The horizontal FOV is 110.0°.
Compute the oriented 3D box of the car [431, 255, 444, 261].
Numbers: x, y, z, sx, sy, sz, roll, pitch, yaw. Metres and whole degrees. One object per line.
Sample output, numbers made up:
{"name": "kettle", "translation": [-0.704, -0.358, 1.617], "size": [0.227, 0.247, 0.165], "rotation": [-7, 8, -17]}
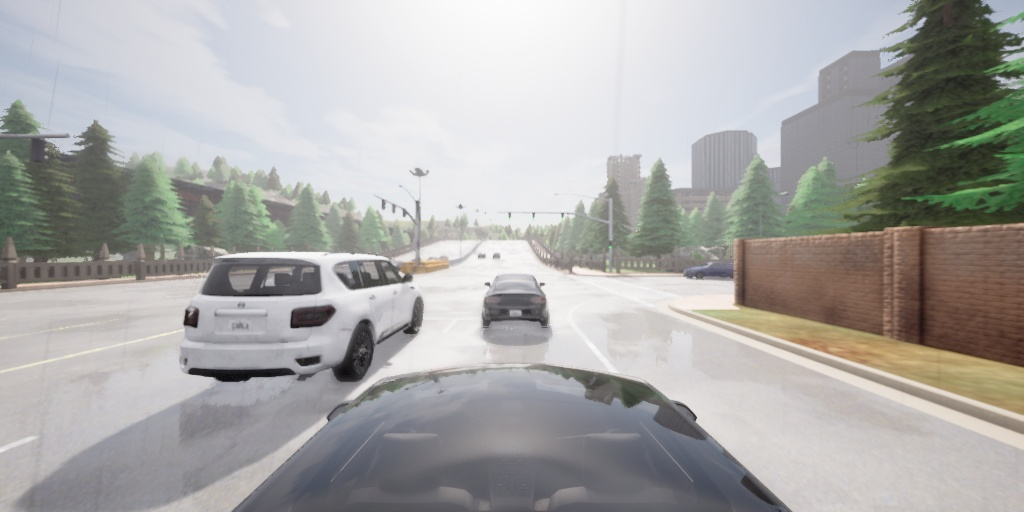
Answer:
{"name": "car", "translation": [-14.036, 0.882, 63.370], "size": [2.097, 1.767, 4.553], "rotation": [0, 1, 0]}

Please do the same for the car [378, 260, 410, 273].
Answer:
{"name": "car", "translation": [-14.085, 1.177, 43.151], "size": [2.033, 1.411, 5.357], "rotation": [0, 0, 0]}

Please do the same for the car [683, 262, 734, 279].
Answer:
{"name": "car", "translation": [16.896, 1.193, 30.142], "size": [4.674, 1.442, 1.812], "rotation": [0, 0, 0]}

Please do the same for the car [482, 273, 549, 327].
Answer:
{"name": "car", "translation": [0.096, 1.248, 11.239], "size": [1.812, 1.442, 4.674], "rotation": [0, 0, 0]}

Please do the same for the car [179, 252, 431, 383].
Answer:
{"name": "car", "translation": [-3.414, 0.955, 7.204], "size": [2.150, 2.045, 5.566], "rotation": [0, 0, 0]}
